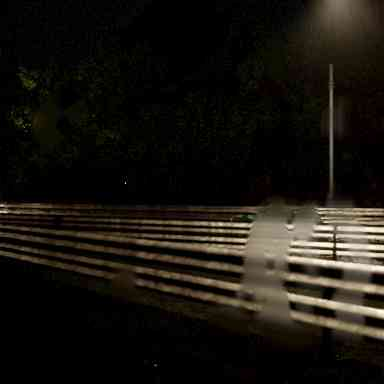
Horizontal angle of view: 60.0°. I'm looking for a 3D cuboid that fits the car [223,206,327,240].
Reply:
[{"bbox_3d":[3.753,1.410,15.328,4.553,1.767,2.097,0,0,21],"label":"car"}]
